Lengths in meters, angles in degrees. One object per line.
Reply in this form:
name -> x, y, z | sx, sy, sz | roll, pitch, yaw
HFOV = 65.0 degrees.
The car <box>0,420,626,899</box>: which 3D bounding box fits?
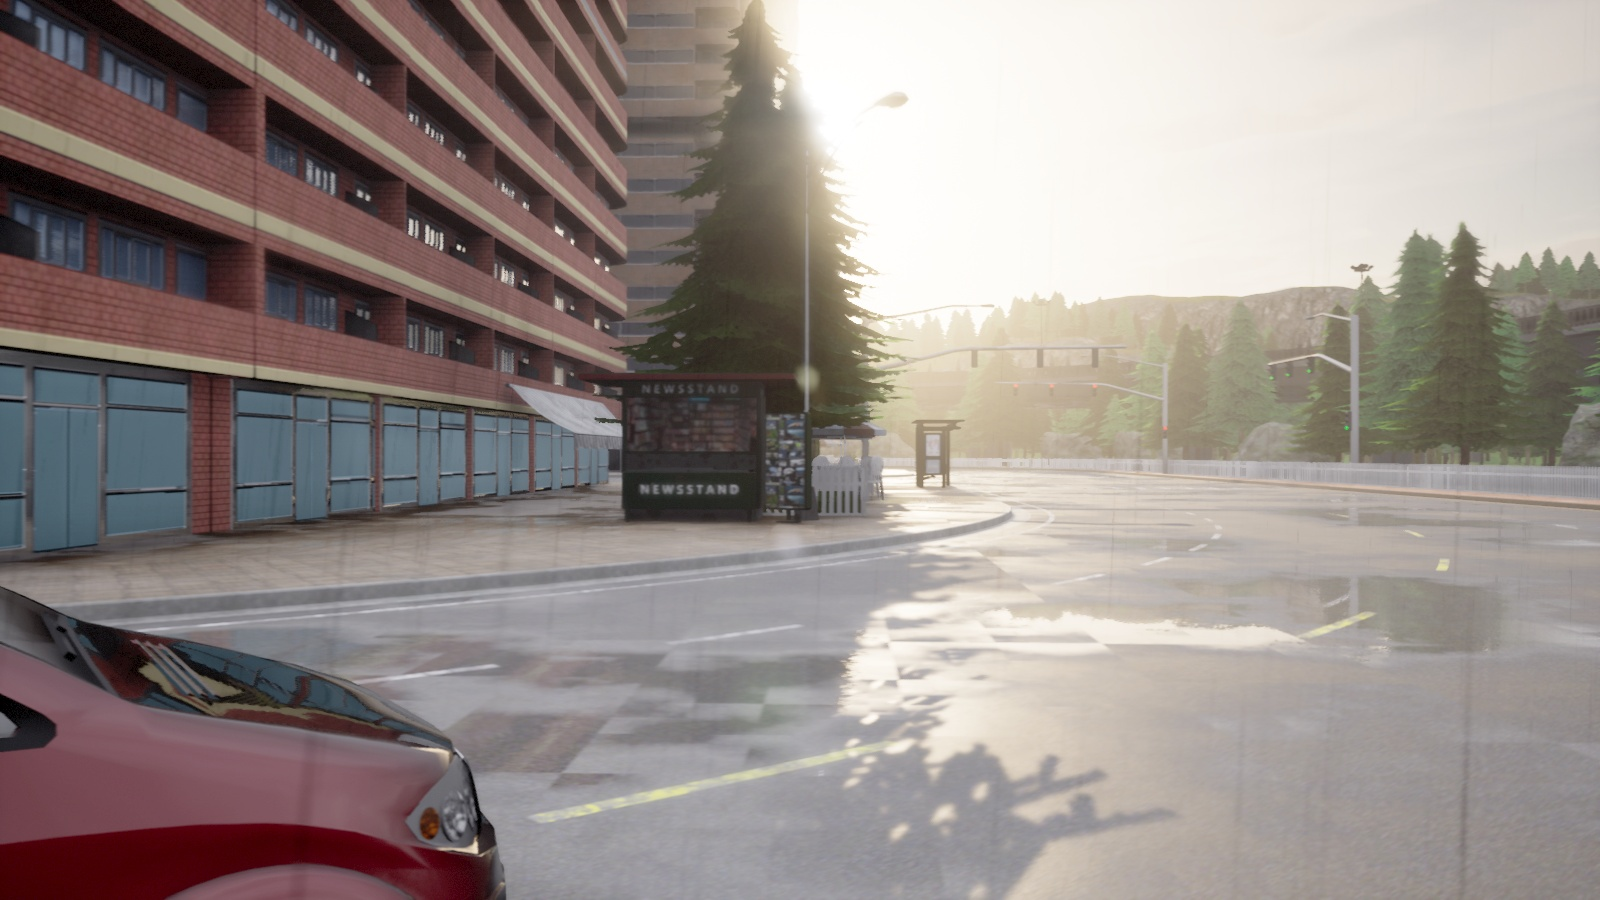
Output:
car -> -2.355, 0.736, 2.012 | 3.705, 1.549, 1.789 | 0, 0, -34
